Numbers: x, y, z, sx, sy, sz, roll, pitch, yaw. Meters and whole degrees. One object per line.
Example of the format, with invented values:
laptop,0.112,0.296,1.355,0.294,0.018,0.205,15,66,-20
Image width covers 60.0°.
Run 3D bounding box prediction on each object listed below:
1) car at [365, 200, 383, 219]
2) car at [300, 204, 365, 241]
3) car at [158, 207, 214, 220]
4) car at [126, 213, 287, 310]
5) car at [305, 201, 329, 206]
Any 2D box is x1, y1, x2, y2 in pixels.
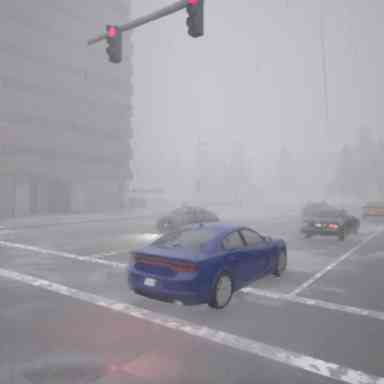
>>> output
car,16.183,1.470,28.582,1.882,1.535,5.008,0,0,43
car,7.122,1.540,16.950,2.033,1.411,5.357,0,0,36
car,-0.175,1.541,19.113,1.994,1.385,4.181,0,0,36
car,0.682,1.470,8.026,1.882,1.535,5.008,0,0,36
car,10.666,1.476,28.018,2.128,1.511,4.902,0,0,33
